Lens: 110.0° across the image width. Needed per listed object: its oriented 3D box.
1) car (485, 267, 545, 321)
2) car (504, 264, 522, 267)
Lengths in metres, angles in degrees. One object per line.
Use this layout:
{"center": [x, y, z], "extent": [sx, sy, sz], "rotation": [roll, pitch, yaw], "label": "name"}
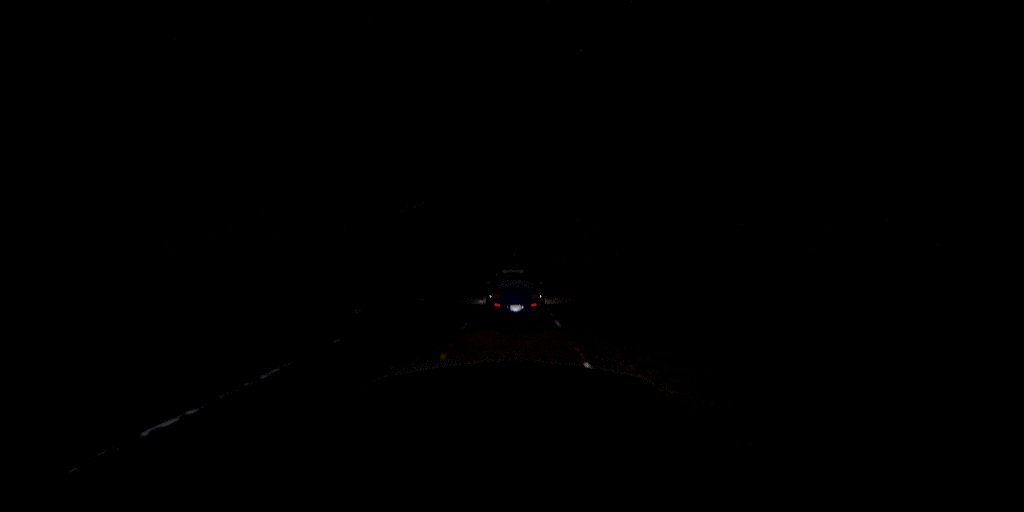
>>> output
{"center": [0.103, 1.290, 12.374], "extent": [1.812, 1.442, 4.674], "rotation": [0, 0, 0], "label": "car"}
{"center": [0.077, 1.381, 32.079], "extent": [1.895, 1.301, 4.718], "rotation": [0, 0, 0], "label": "car"}
